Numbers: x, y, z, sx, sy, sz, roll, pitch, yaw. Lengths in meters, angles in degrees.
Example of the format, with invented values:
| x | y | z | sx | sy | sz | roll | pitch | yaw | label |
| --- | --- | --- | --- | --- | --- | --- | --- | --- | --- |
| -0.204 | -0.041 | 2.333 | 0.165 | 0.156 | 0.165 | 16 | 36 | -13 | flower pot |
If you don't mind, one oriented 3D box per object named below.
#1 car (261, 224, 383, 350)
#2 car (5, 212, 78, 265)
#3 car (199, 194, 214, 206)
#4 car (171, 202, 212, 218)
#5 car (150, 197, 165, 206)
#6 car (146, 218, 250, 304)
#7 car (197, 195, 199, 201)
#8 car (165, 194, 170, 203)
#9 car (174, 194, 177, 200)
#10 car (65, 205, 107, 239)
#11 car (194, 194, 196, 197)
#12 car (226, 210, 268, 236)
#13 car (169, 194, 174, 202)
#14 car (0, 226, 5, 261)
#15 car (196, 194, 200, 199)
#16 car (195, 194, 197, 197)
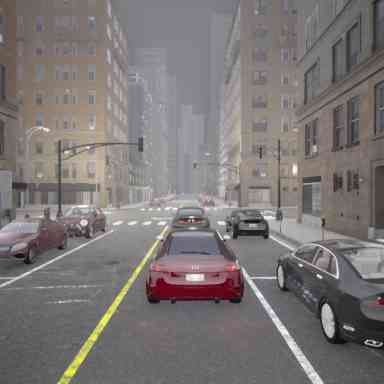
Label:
| x | y | z | sx | sy | sz | roll | pitch | yaw | label |
| --- | --- | --- | --- | --- | --- | --- | --- | --- | --- |
| 2.827 | 1.551 | 6.209 | 2.008 | 1.369 | 4.403 | 0 | 0 | 0 | car |
| -5.726 | 1.583 | 11.667 | 1.802 | 1.307 | 4.206 | 0 | 0 | 0 | car |
| 2.615 | 1.479 | 54.302 | 1.967 | 1.590 | 4.097 | 0 | 0 | 0 | car |
| -0.048 | 1.506 | 17.120 | 1.837 | 1.490 | 4.892 | 0 | 0 | 0 | car |
| -5.909 | 1.621 | 54.271 | 1.802 | 1.307 | 4.206 | 0 | 0 | 0 | car |
| 0.041 | 1.564 | 8.207 | 1.994 | 1.385 | 4.181 | 0 | 0 | -1 | car |
| 2.580 | 1.610 | 65.119 | 2.008 | 1.369 | 4.403 | 0 | 0 | 0 | car |
| -5.945 | 1.610 | 65.088 | 2.008 | 1.369 | 4.403 | 0 | 0 | 0 | car |
| -6.036 | 1.461 | 92.131 | 2.192 | 1.841 | 5.009 | 0 | 0 | 0 | car |
| -5.754 | 1.442 | 17.169 | 1.967 | 1.590 | 4.097 | 0 | 0 | 0 | car |
| 2.489 | 1.462 | 92.165 | 2.192 | 1.841 | 5.009 | 0 | 0 | 0 | car |
| 2.771 | 1.567 | 17.212 | 1.947 | 1.339 | 4.313 | 0 | 0 | 0 | car |
| -5.998 | 1.630 | 81.144 | 1.752 | 1.417 | 4.829 | 0 | 0 | 0 | car |
| -5.697 | 1.566 | 6.166 | 1.947 | 1.339 | 4.313 | 0 | 0 | 0 | car |
| 2.543 | 1.528 | 75.937 | 1.967 | 1.590 | 4.097 | 0 | 0 | 0 | car |
| 2.507 | 1.565 | 86.755 | 1.967 | 1.590 | 4.097 | 0 | 0 | 0 | car |
